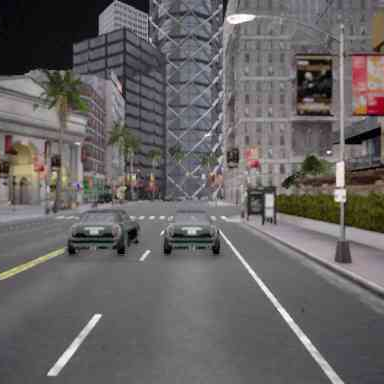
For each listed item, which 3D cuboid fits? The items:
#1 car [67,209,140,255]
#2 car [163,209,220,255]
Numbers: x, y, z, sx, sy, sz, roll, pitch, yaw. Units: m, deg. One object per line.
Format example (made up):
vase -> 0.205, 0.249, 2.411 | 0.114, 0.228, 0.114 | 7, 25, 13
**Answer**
car -> -3.501, 1.483, 14.030 | 2.097, 1.767, 4.553 | 0, -1, 0
car -> -0.001, 1.483, 14.031 | 2.097, 1.767, 4.553 | 0, -1, 0
